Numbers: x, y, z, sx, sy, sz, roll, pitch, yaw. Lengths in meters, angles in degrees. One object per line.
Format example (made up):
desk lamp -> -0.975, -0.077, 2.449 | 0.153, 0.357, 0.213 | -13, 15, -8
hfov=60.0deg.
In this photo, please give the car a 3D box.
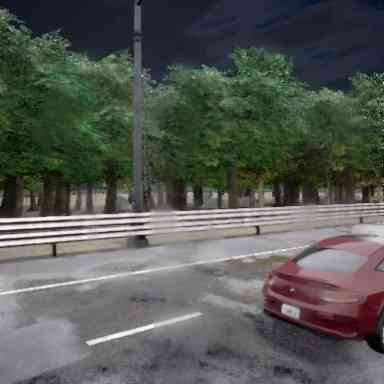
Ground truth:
car -> 3.279, 1.520, 6.049 | 4.674, 1.442, 1.812 | 0, 0, -35
